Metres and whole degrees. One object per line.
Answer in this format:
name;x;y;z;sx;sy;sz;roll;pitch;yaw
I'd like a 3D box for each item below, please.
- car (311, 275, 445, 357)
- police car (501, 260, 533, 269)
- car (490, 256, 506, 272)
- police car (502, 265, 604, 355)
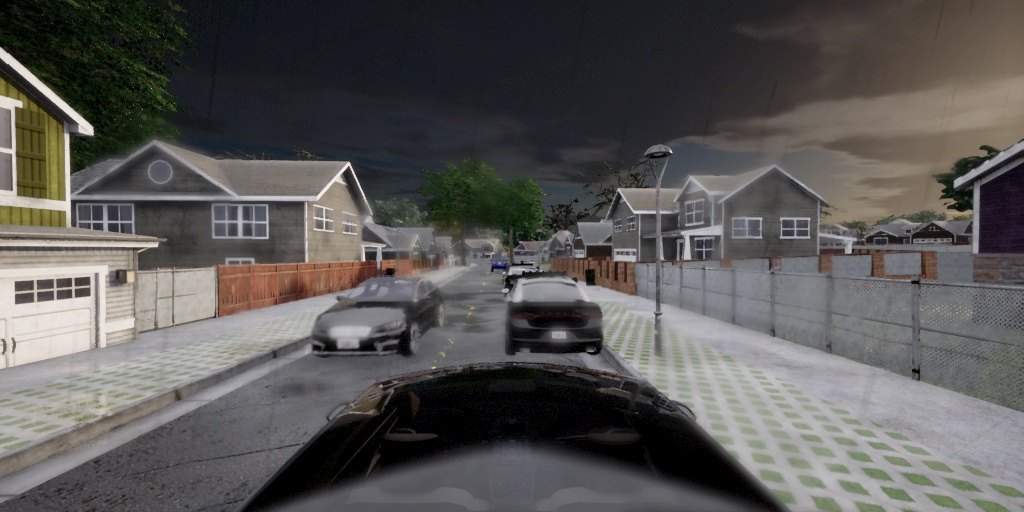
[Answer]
car;-2.844;1.243;8.614;2.128;1.511;4.902;0;0;-1
police car;0.536;1.187;18.877;1.930;1.638;5.238;0;0;-2
car;-1.672;1.056;47.443;2.150;2.045;5.566;0;0;-3
police car;0.783;1.176;8.832;1.930;1.638;5.238;0;0;-1
